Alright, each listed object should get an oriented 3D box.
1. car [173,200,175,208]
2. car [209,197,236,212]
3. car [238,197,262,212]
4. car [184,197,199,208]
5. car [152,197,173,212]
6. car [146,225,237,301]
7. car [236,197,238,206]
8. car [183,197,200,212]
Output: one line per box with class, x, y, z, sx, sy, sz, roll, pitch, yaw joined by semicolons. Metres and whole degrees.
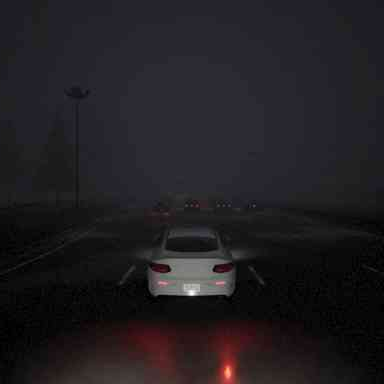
car;-3.537;1.491;49.207;2.128;1.511;4.902;0;0;0
car;3.471;1.547;38.793;2.033;1.411;5.357;0;0;0
car;6.970;1.564;39.212;1.994;1.385;4.181;0;0;0
car;-0.037;1.491;49.209;2.128;1.511;4.902;0;0;0
car;-3.530;1.526;39.204;1.812;1.442;4.674;0;0;0
car;-0.006;1.526;8.181;1.812;1.442;4.674;0;0;0
car;6.963;1.526;49.215;1.812;1.442;4.674;0;0;0
car;-0.029;1.547;38.790;2.033;1.411;5.357;0;0;0
